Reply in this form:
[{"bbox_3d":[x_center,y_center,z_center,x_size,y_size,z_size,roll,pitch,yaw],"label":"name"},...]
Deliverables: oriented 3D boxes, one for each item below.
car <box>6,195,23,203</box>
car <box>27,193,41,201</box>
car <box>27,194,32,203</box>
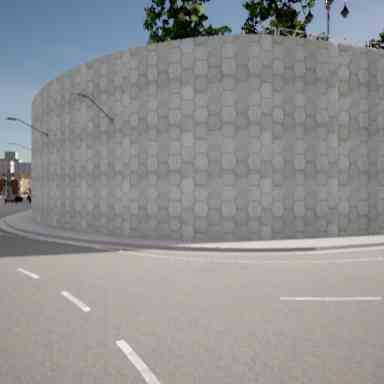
[{"bbox_3d":[-31.300,1.201,58.747,2.128,1.511,4.902,0,0,-13],"label":"car"},{"bbox_3d":[-34.725,1.114,73.182,1.882,1.535,5.008,0,0,-13],"label":"car"},{"bbox_3d":[-28.080,1.208,60.333,1.837,1.490,4.892,0,1,-13],"label":"car"}]
